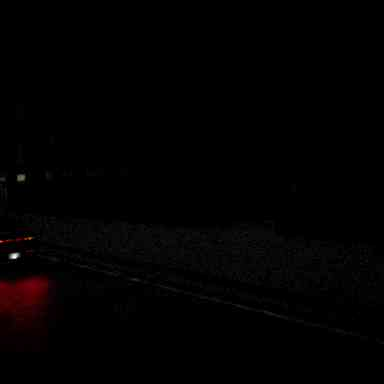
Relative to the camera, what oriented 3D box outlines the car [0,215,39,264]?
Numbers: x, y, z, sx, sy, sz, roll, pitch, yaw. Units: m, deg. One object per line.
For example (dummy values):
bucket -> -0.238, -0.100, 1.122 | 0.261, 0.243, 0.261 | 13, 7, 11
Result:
car -> -6.701, 1.494, 10.622 | 4.892, 1.490, 1.837 | 0, 0, 39
